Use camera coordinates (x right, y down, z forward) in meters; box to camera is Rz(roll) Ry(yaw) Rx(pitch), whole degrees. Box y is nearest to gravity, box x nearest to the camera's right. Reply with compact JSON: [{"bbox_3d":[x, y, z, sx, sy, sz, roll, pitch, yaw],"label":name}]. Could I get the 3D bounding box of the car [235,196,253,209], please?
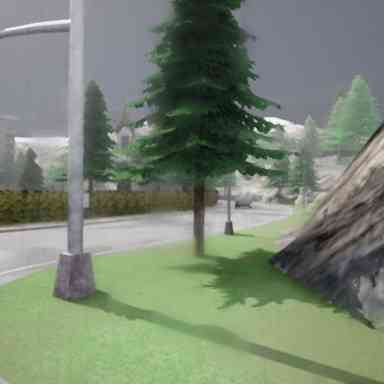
[{"bbox_3d":[6.442,1.283,41.157,1.837,1.490,4.892,1,0,15],"label":"car"}]
